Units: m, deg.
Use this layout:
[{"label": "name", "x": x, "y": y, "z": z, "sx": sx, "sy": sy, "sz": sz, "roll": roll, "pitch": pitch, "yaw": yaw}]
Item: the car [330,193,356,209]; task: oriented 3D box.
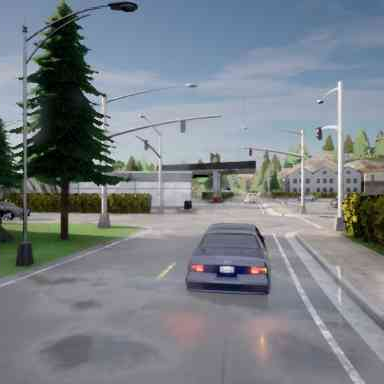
[{"label": "car", "x": 20.264, "y": 1.330, "z": 42.385, "sx": 5.027, "sy": 1.636, "sz": 2.152, "roll": 0, "pitch": 0, "yaw": 10}]

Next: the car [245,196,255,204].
[{"label": "car", "x": 11.233, "y": 1.526, "z": 64.794, "sx": 1.812, "sy": 1.442, "sz": 4.674, "roll": 0, "pitch": 0, "yaw": 10}]

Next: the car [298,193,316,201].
[{"label": "car", "x": 26.216, "y": 1.361, "z": 76.121, "sx": 3.806, "sy": 1.475, "sz": 1.970, "roll": 0, "pitch": 0, "yaw": 10}]

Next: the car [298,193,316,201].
[{"label": "car", "x": 27.401, "y": 1.077, "z": 79.287, "sx": 3.866, "sy": 1.878, "sz": 1.905, "roll": 0, "pitch": 0, "yaw": 10}]

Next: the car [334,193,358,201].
[{"label": "car", "x": 34.571, "y": 1.097, "z": 74.673, "sx": 4.605, "sy": 1.855, "sz": 1.932, "roll": 0, "pitch": 0, "yaw": 10}]

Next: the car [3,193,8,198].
[{"label": "car", "x": -28.691, "y": 1.221, "z": 54.864, "sx": 2.150, "sy": 2.045, "sz": 5.566, "roll": 0, "pitch": 0, "yaw": 10}]

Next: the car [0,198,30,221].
[{"label": "car", "x": -15.736, "y": 1.492, "z": 27.241, "sx": 4.902, "sy": 1.511, "sz": 2.128, "roll": 0, "pitch": 0, "yaw": 10}]

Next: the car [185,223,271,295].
[{"label": "car", "x": 1.094, "y": 1.547, "z": 8.914, "sx": 2.033, "sy": 1.411, "sz": 5.357, "roll": 0, "pitch": 0, "yaw": 10}]
